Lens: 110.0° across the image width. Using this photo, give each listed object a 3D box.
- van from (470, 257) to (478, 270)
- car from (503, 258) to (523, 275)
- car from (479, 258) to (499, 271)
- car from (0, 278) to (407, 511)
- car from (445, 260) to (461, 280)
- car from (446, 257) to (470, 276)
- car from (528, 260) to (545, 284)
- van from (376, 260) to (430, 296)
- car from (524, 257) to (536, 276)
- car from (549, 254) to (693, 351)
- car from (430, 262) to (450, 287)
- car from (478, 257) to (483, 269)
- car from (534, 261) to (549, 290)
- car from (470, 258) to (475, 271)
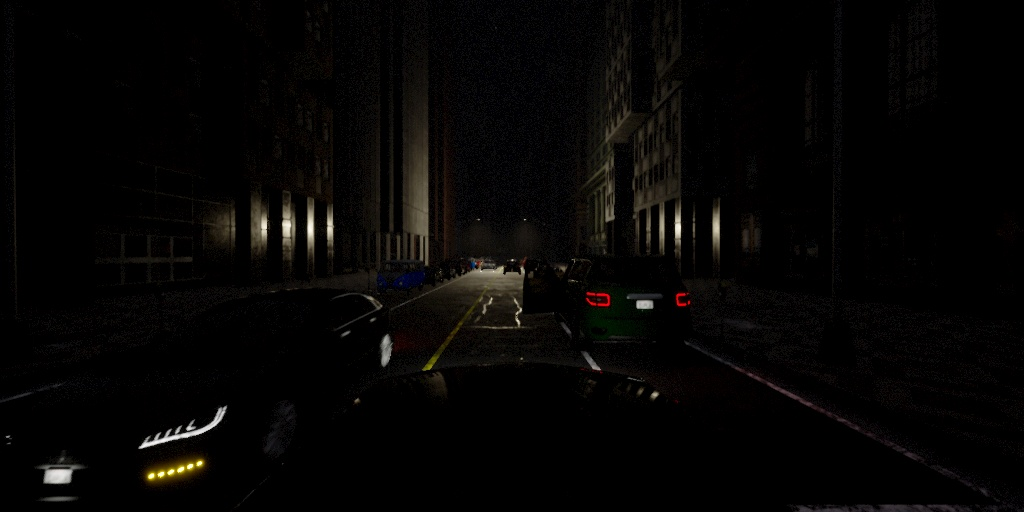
[{"bbox_3d":[-5.834,1.069,47.208,1.690,1.789,3.998,0,0,0],"label":"van"},{"bbox_3d":[0.023,1.258,39.527,1.812,1.442,4.674,0,0,0],"label":"car"},{"bbox_3d":[-3.073,1.299,48.370,1.812,1.442,4.674,0,0,0],"label":"car"},{"bbox_3d":[-3.104,1.253,4.877,1.837,1.490,4.892,0,0,0],"label":"car"},{"bbox_3d":[-5.807,1.302,30.298,1.948,1.339,4.313,0,0,0],"label":"car"},{"bbox_3d":[-5.816,1.048,35.934,2.192,1.841,5.009,0,0,0],"label":"car"},{"bbox_3d":[2.718,1.286,30.322,2.007,1.370,4.403,0,0,0],"label":"car"},{"bbox_3d":[-5.790,1.082,19.024,1.690,1.789,3.998,0,0,0],"label":"van"},{"bbox_3d":[2.700,1.170,41.594,1.967,1.591,4.097,0,0,0],"label":"car"},{"bbox_3d":[2.383,0.967,9.120,2.150,2.045,5.566,0,0,0],"label":"car"},{"bbox_3d":[-5.798,1.304,24.661,1.948,1.339,4.313,0,0,0],"label":"car"},{"bbox_3d":[-5.843,1.165,52.845,1.967,1.591,4.097,0,0,0],"label":"car"},{"bbox_3d":[2.726,1.264,24.856,1.751,1.417,4.829,0,0,0],"label":"car"},{"bbox_3d":[-5.825,1.276,41.571,1.888,1.381,4.507,0,0,0],"label":"car"}]
